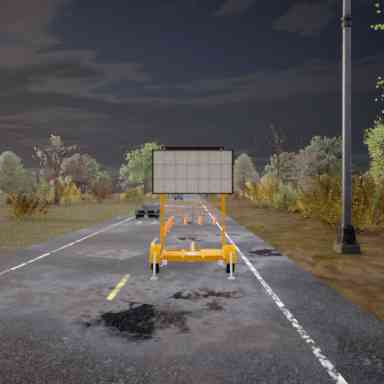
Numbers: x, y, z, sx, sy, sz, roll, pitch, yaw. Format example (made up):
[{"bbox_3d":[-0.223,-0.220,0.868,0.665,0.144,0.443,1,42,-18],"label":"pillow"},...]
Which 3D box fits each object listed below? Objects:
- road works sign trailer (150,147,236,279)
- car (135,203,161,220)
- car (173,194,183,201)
[{"bbox_3d":[0.023,0.464,9.989,2.380,3.560,2.880,0,0,0],"label":"road works sign trailer"},{"bbox_3d":[-3.540,1.590,27.910,1.895,1.301,4.718,0,0,0],"label":"car"},{"bbox_3d":[-3.322,1.128,80.801,2.150,2.045,5.566,0,0,0],"label":"car"}]
